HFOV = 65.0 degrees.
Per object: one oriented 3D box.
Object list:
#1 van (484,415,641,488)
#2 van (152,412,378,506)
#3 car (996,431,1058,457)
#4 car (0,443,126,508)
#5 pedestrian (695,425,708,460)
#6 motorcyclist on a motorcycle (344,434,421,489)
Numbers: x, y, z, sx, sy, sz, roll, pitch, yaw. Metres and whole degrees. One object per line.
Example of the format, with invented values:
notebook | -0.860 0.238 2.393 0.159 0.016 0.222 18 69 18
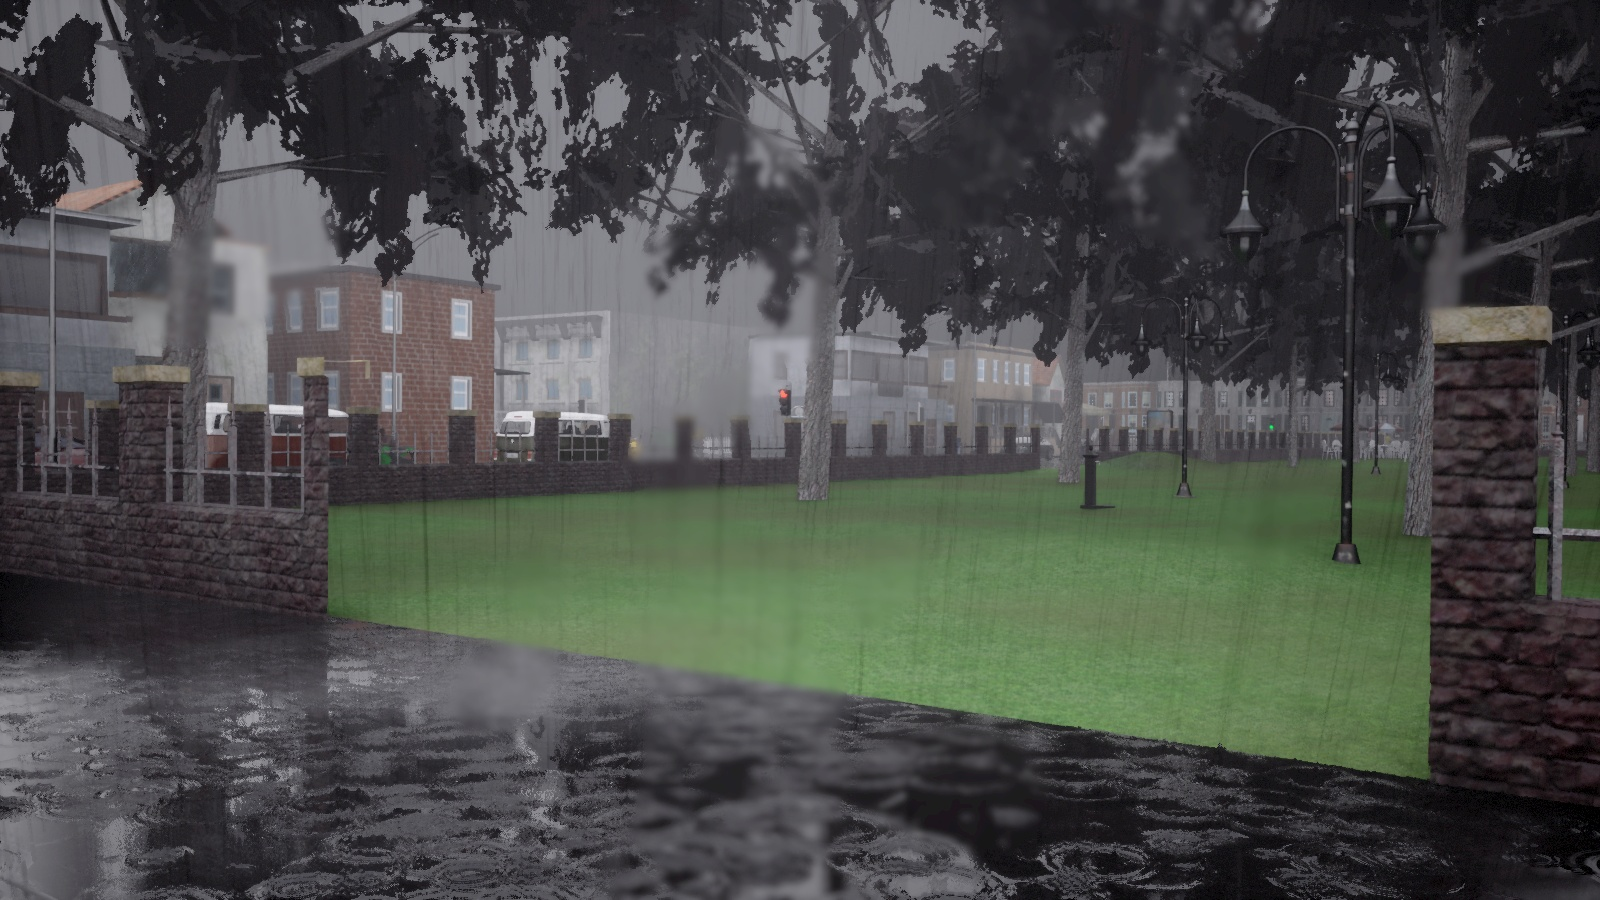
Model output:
van | -7.002 0.007 37.457 2.069 2.038 4.480 0 1 33
van | -12.479 0.164 29.562 2.069 2.038 4.480 0 1 33
car | 13.397 -0.373 73.902 1.812 1.442 4.674 0 1 35
car | -18.046 0.567 28.717 1.994 1.385 4.181 0 1 34
pedestrian | -5.225 -0.420 66.560 0.431 1.840 0.709 -1 1 -27
motorcyclist on a motorcycle | -12.286 0.319 36.986 0.797 1.523 2.044 0 1 35
